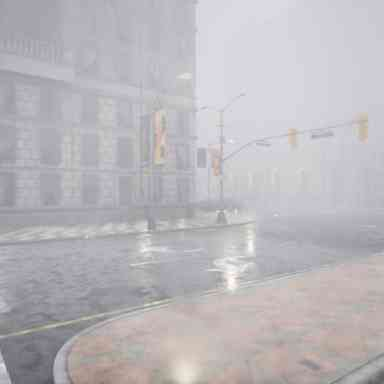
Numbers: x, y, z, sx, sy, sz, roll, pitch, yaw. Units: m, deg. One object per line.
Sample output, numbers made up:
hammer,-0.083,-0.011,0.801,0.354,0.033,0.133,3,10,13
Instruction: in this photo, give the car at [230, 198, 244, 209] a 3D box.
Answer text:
car,4.887,1.505,44.678,1.837,1.490,4.892,0,0,-36

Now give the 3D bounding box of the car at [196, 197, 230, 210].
car,2.326,1.564,42.245,1.994,1.385,4.181,0,0,-36

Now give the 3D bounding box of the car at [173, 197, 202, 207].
car,-0.798,1.547,52.624,2.033,1.411,5.357,0,0,-35
